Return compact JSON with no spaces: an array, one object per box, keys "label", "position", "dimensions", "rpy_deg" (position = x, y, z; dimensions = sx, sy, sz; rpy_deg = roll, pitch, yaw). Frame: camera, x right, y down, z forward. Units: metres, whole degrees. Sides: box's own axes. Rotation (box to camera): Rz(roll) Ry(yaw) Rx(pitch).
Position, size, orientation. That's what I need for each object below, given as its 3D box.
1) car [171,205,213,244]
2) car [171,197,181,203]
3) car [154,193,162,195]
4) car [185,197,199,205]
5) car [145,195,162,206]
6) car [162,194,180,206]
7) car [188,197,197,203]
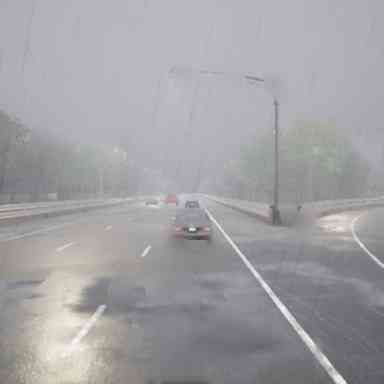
[{"label":"car","position":[0.010,1.554,15.890],"dimensions":[2.033,1.411,5.357],"rpy_deg":[0,0,0]},{"label":"car","position":[-3.458,1.661,70.765],"dimensions":[1.895,1.301,4.718],"rpy_deg":[0,0,0]},{"label":"car","position":[-6.958,1.282,70.570],"dimensions":[2.150,2.045,5.566],"rpy_deg":[0,0,0]},{"label":"car","position":[0.032,1.542,47.409],"dimensions":[1.882,1.535,5.008],"rpy_deg":[0,0,0]},{"label":"car","position":[-6.965,1.661,58.280],"dimensions":[1.994,1.385,4.181],"rpy_deg":[0,0,0]},{"label":"car","position":[-3.465,1.318,57.892],"dimensions":[2.150,2.045,5.566],"rpy_deg":[0,0,0]},{"label":"car","position":[0.042,1.667,70.918],"dimensions":[1.895,1.301,4.718],"rpy_deg":[0,0,0]}]
